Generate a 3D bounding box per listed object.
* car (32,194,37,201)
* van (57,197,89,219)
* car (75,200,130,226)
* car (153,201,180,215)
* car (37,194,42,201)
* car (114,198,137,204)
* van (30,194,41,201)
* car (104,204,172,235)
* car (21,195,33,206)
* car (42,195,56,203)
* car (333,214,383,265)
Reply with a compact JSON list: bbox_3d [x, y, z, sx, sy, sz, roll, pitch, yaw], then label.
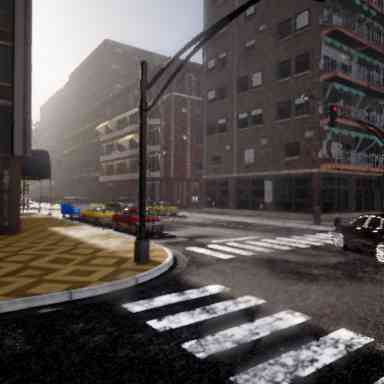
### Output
[{"bbox_3d":[-36.050,1.521,79.020,1.752,1.417,4.829,1,0,-36],"label":"car"},{"bbox_3d":[-9.765,1.299,27.970,1.690,1.788,3.998,1,0,-36],"label":"van"},{"bbox_3d":[-6.367,1.492,23.228,1.752,1.417,4.829,1,0,-36],"label":"car"},{"bbox_3d":[-3.055,1.555,32.990,1.752,1.417,4.829,1,0,-36],"label":"car"},{"bbox_3d":[-32.651,1.557,74.278,1.947,1.339,4.313,1,0,-36],"label":"car"},{"bbox_3d":[-7.332,1.354,34.513,2.097,1.767,4.553,1,0,-36],"label":"car"},{"bbox_3d":[-39.250,1.340,83.486,1.690,1.788,3.998,1,0,-36],"label":"van"},{"bbox_3d":[-3.168,1.559,18.763,1.802,1.307,4.206,1,0,-36],"label":"car"},{"bbox_3d":[-26.166,1.448,50.849,1.752,1.417,4.829,1,0,-36],"label":"car"},{"bbox_3d":[-29.352,1.428,69.677,1.967,1.590,4.097,1,0,-36],"label":"car"},{"bbox_3d":[6.795,1.544,11.815,1.837,1.490,4.892,3,0,-2],"label":"car"}]
